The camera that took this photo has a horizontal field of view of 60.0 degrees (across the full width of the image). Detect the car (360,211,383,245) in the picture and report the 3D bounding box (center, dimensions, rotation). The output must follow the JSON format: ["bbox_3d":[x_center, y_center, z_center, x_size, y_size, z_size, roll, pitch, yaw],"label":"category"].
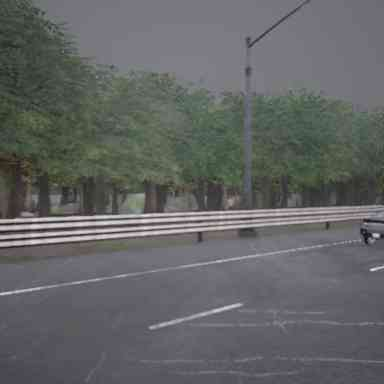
[{"bbox_3d":[9.358,1.562,14.729,4.902,1.511,2.128,1,-1,-35],"label":"car"}]
